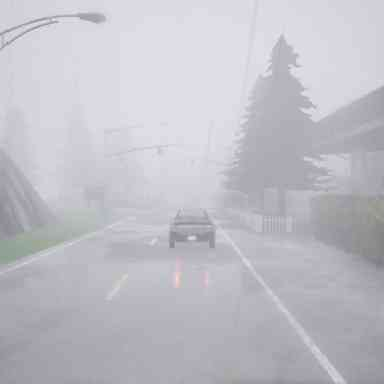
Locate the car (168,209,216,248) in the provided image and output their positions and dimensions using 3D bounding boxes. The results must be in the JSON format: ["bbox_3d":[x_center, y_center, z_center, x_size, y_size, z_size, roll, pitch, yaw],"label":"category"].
[{"bbox_3d":[0.000,1.493,14.650,2.128,1.511,4.902,0,0,0],"label":"car"}]

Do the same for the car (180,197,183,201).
[{"bbox_3d":[-1.156,1.538,85.273,1.994,1.385,4.181,0,0,36],"label":"car"}]

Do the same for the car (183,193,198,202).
[{"bbox_3d":[0.096,1.207,79.144,2.150,2.045,5.566,0,0,9],"label":"car"}]
